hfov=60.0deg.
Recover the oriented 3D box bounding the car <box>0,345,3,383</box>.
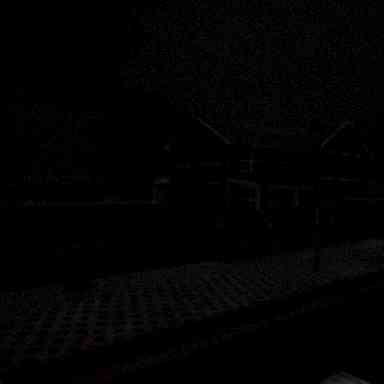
[{"bbox_3d":[-3.462,1.215,0.594,5.566,2.045,2.150,0,0,-36],"label":"car"}]
